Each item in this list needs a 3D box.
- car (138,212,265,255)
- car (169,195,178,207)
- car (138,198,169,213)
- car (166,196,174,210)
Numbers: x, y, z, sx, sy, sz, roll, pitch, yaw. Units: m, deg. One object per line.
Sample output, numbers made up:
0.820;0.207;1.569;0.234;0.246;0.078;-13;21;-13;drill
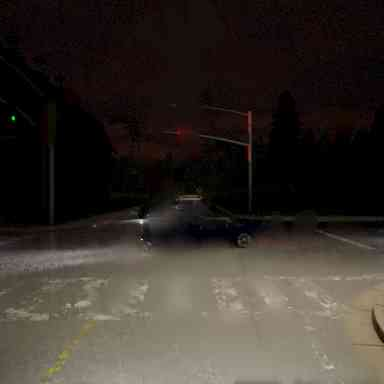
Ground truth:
0.420;1.590;13.188;4.718;1.301;1.895;0;0;-24;car
-3.511;1.526;48.876;1.812;1.442;4.674;0;0;0;car
-3.550;1.547;29.836;2.033;1.411;5.357;0;0;0;car
-3.533;1.505;39.648;1.837;1.490;4.892;0;0;0;car
